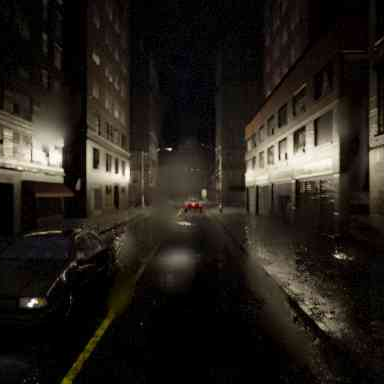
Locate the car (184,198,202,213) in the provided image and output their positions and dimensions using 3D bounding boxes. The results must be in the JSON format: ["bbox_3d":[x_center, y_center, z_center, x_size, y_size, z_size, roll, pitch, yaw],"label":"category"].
[{"bbox_3d":[0.165,1.559,40.759,2.097,1.767,4.553,0,0,0],"label":"car"}]

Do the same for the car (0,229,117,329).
[{"bbox_3d":[-3.088,1.589,7.544,2.033,1.411,5.357,0,0,0],"label":"car"}]
